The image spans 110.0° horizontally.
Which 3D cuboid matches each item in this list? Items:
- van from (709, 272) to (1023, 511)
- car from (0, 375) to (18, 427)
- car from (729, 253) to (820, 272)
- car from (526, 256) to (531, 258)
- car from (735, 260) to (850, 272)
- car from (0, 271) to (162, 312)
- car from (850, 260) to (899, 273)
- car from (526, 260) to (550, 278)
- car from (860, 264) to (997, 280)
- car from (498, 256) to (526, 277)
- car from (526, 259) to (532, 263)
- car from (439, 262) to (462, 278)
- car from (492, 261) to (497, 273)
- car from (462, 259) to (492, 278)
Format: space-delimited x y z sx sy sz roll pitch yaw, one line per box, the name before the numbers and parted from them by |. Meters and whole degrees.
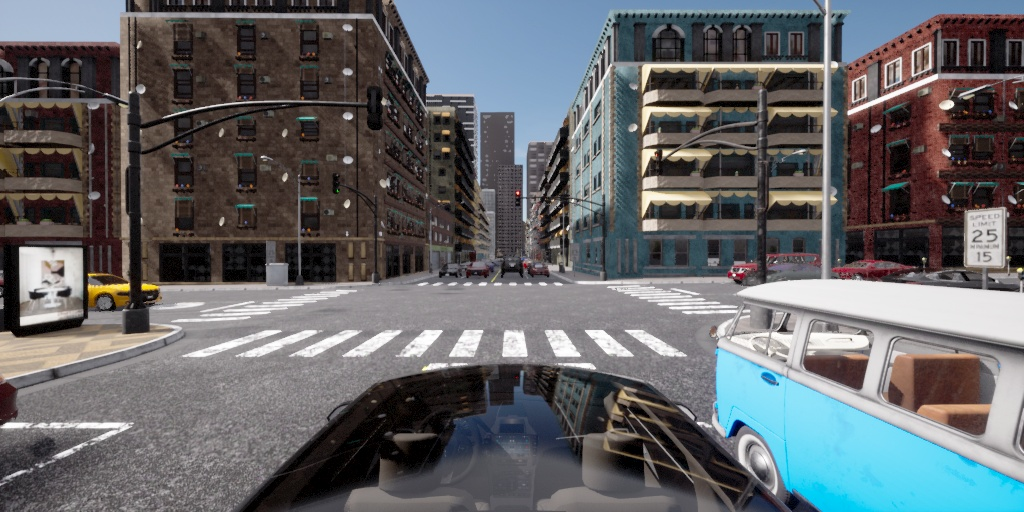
van | 2.689 1.091 1.764 1.690 1.789 3.998 0 0 0
car | -5.692 1.332 1.745 1.802 1.307 4.207 0 0 0
car | 15.725 0.781 21.349 5.009 1.841 2.192 0 0 -1
car | 2.998 1.226 64.917 1.801 1.575 5.366 0 0 0
car | 14.529 1.067 18.744 4.181 1.385 1.994 -1 0 -1
car | -17.905 1.478 15.230 5.008 1.535 1.882 0 0 -1
car | 21.295 0.930 21.403 4.507 1.381 1.888 0 0 -1
car | 2.611 1.335 34.158 1.802 1.307 4.207 0 0 0
car | 15.766 1.097 12.969 4.313 1.339 1.948 0 0 -1
car | 0.017 0.975 36.351 2.150 2.045 5.566 0 0 0
car | 2.598 1.321 39.681 1.948 1.339 4.313 0 0 0
car | -5.770 1.319 34.150 1.948 1.339 4.313 0 0 0
car | -3.196 1.109 43.038 2.097 1.767 4.553 0 0 0
car | -3.177 1.230 33.857 1.882 1.535 5.008 0 0 0
